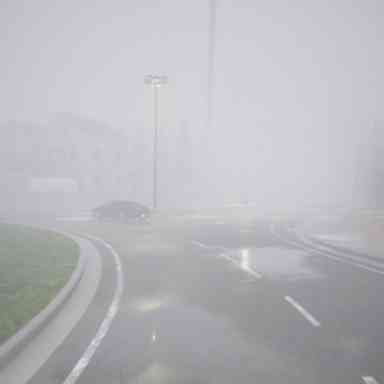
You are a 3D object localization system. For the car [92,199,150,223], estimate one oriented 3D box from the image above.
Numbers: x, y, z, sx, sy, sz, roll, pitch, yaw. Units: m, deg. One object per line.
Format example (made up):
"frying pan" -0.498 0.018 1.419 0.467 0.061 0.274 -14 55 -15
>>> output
"car" -5.070 1.269 23.356 4.892 1.490 1.837 1 -1 39
